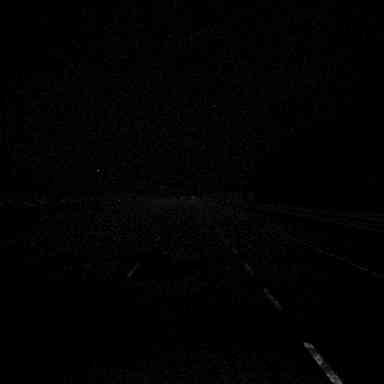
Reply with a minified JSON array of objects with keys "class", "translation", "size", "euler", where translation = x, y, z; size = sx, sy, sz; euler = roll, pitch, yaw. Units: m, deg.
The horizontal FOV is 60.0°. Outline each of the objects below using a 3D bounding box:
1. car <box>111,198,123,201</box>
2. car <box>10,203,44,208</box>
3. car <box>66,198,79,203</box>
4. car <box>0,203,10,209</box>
[{"class":"car","translation":[-17.612,1.989,78.286],"size":[2.097,1.767,4.553],"euler":[0,-1,0]},{"class":"car","translation":[-17.648,1.948,36.795],"size":[1.812,1.442,4.674],"euler":[0,-1,0]},{"class":"car","translation":[-28.112,1.989,78.271],"size":[2.097,1.767,4.553],"euler":[0,-1,0]},{"class":"car","translation":[-21.148,1.946,36.700],"size":[1.812,1.442,4.674],"euler":[0,-1,0]}]
